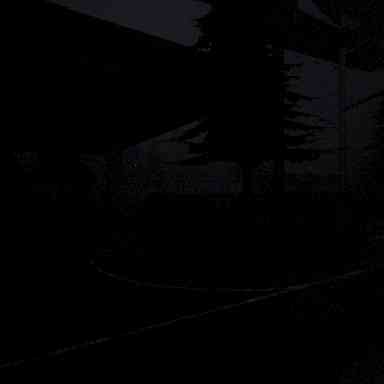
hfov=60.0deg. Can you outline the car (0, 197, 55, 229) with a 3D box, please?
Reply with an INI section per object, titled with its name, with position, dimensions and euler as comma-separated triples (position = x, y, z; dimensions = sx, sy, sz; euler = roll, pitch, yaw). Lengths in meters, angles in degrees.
[car]
position = -11.876, 1.313, 23.538
dimensions = 3.866, 1.878, 1.905
euler = 0, 0, -36
